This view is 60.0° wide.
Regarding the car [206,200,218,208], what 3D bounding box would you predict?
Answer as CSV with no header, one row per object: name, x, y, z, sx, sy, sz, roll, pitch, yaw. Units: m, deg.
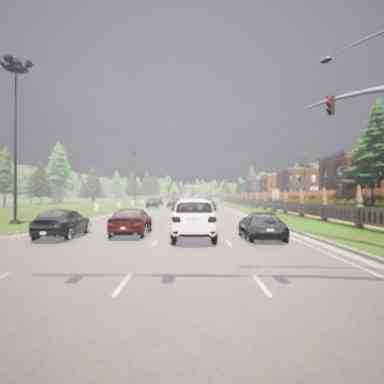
car,3.483,2.193,59.343,1.895,1.301,4.718,0,-1,0

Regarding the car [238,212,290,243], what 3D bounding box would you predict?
car,3.595,1.737,17.226,1.994,1.385,4.181,0,-1,0

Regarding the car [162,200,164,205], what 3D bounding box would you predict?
car,-7.020,2.023,69.316,1.837,1.490,4.892,0,-1,0

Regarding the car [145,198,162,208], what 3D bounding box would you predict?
car,-7.017,1.943,59.283,2.097,1.767,4.553,0,-1,0

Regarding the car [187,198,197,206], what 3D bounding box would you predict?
car,-0.020,2.064,69.317,2.033,1.411,5.357,0,-1,0

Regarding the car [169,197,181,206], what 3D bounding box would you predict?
car,-3.520,1.878,69.288,2.097,1.767,4.553,0,-1,0

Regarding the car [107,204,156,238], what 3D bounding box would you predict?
car,-3.405,1.666,18.867,1.882,1.535,5.008,0,-1,0

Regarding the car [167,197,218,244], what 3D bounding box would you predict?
car,0.096,1.392,16.967,2.150,2.045,5.566,0,-1,0

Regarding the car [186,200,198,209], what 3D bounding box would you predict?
car,-0.017,2.135,58.896,2.033,1.411,5.357,0,-1,0

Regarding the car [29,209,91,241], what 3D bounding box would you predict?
car,-6.904,1.683,17.826,1.837,1.490,4.892,0,-1,0

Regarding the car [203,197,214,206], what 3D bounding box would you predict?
car,3.480,1.879,69.290,2.097,1.767,4.553,0,-1,0
